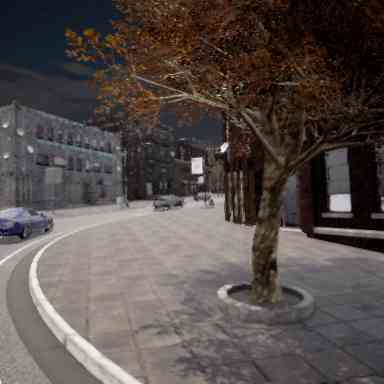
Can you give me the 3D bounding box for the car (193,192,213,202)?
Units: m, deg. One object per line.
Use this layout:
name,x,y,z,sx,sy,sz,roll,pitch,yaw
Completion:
car,1.839,0.724,54.379,1.837,1.490,4.892,-3,0,25

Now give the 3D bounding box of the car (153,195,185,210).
car,-2.384,1.085,35.985,2.128,1.511,4.902,-3,0,24

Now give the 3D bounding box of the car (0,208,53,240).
car,-8.689,1.544,16.813,1.812,1.442,4.674,-2,0,-2
